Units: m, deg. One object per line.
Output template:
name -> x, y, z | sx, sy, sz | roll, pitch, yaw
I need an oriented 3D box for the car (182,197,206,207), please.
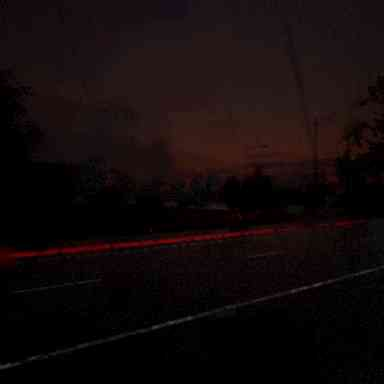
car -> 0.361, 1.561, 51.118 | 2.128, 1.511, 4.902 | 0, 1, -39

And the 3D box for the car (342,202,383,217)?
car -> 16.782, 1.595, 30.671 | 2.033, 1.411, 5.357 | 0, 0, -39
